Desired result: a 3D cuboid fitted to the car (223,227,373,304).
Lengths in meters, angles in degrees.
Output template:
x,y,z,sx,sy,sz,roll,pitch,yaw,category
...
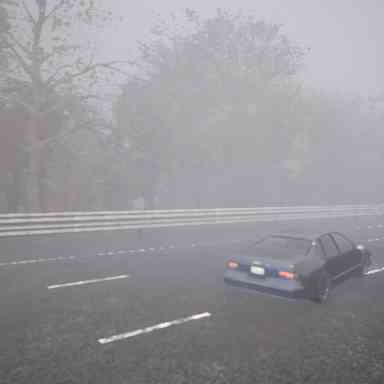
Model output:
x,y,z,sx,sy,sz,roll,pitch,yaw,category
2.966,1.629,8.458,2.033,1.411,5.357,0,-1,42,car
